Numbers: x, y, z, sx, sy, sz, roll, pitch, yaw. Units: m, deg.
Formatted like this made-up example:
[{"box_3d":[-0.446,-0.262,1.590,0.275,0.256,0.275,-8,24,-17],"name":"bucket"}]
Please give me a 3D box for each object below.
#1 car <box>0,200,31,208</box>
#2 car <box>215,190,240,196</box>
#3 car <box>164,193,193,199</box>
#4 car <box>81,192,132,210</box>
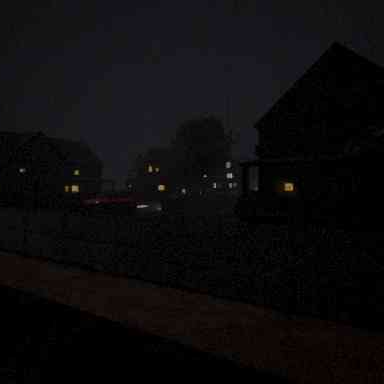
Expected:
[{"box_3d":[-12.385,1.219,20.850,1.812,1.442,4.674,1,2,35],"name":"car"},{"box_3d":[4.798,0.490,45.012,2.128,1.511,4.902,1,2,36],"name":"car"},{"box_3d":[-1.404,0.811,36.329,1.994,1.385,4.181,1,2,35],"name":"car"},{"box_3d":[-7.158,0.833,28.221,2.097,1.767,4.553,1,2,35],"name":"car"}]
